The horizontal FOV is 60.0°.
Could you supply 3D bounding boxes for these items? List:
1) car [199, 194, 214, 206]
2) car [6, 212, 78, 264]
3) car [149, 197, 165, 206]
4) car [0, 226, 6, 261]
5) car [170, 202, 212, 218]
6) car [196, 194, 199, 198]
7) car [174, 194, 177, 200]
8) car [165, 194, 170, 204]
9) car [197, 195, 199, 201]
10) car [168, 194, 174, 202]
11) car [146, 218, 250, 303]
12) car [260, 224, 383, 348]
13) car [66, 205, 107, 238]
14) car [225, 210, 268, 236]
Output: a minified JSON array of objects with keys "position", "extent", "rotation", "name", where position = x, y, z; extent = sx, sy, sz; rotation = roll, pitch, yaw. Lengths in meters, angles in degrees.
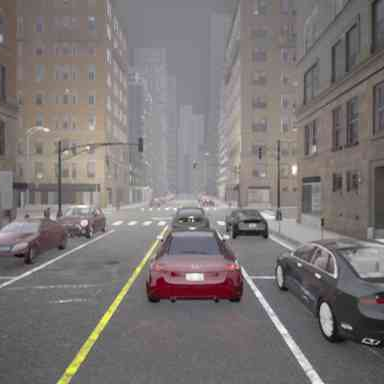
[{"position":[2.581,1.493,54.357],"extent":[1.967,1.590,4.097],"rotation":[0,0,0],"name":"car"},{"position":[-5.733,1.586,11.717],"extent":[1.802,1.307,4.206],"rotation":[0,0,0],"name":"car"},{"position":[-5.943,1.635,54.321],"extent":[1.802,1.307,4.206],"rotation":[0,0,0],"name":"car"},{"position":[-5.701,1.568,6.216],"extent":[1.947,1.339,4.313],"rotation":[0,0,0],"name":"car"},{"position":[-0.059,1.511,17.174],"extent":[1.837,1.490,4.892],"rotation":[0,0,0],"name":"car"},{"position":[2.496,1.548,75.993],"extent":[1.967,1.590,4.097],"rotation":[0,0,0],"name":"car"},{"position":[-6.094,1.486,92.181],"extent":[2.192,1.841,5.009],"rotation":[0,0,0],"name":"car"},{"position":[-5.985,1.627,65.138],"extent":[2.008,1.369,4.403],"rotation":[0,0,0],"name":"car"},{"position":[2.539,1.627,65.175],"extent":[2.008,1.369,4.403],"rotation":[0,0,0],"name":"car"},{"position":[-6.049,1.651,81.193],"extent":[1.752,1.417,4.829],"rotation":[0,0,0],"name":"car"},{"position":[0.036,1.567,8.261],"extent":[1.994,1.385,4.181],"rotation":[0,0,-1],"name":"car"},{"position":[2.824,1.553,6.265],"extent":[2.008,1.369,4.403],"rotation":[0,0,0],"name":"car"},{"position":[-5.765,1.446,17.219],"extent":[1.967,1.590,4.097],"rotation":[0,0,0],"name":"car"},{"position":[2.761,1.572,17.267],"extent":[1.947,1.339,4.313],"rotation":[0,0,0],"name":"car"}]
